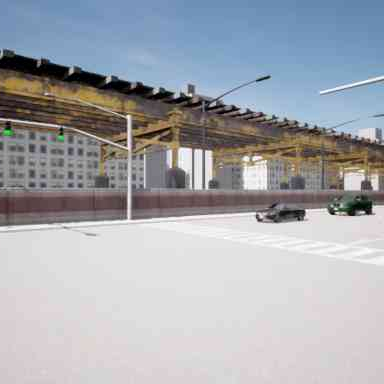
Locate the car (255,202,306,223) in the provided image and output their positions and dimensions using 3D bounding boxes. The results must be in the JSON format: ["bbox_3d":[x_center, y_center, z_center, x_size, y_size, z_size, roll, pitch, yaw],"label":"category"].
[{"bbox_3d":[6.896,1.526,25.572,4.674,1.442,1.812,0,0,-38],"label":"car"}]

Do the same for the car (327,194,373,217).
[{"bbox_3d":[15.323,1.224,32.066,5.566,2.045,2.150,0,0,-38],"label":"car"}]
